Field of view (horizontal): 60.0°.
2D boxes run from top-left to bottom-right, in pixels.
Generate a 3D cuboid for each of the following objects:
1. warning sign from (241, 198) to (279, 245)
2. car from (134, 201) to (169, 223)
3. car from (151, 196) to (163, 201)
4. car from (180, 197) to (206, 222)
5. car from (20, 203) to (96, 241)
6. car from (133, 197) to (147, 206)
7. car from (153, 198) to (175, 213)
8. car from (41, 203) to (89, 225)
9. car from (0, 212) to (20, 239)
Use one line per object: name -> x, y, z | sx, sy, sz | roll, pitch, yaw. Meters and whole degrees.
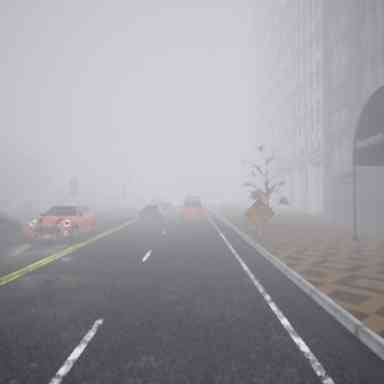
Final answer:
warning sign -> 2.826, 1.188, 13.920 | 1.300, 1.860, 1.060 | -1, -2, 0
car -> -3.243, 1.689, 27.365 | 1.812, 1.442, 4.674 | 0, 0, 1
car -> -6.528, 1.701, 63.285 | 2.150, 2.045, 5.566 | 0, -1, 0
car -> 0.098, 1.524, 28.530 | 2.097, 1.767, 4.553 | 0, 0, 0
car -> -6.587, 1.445, 17.283 | 2.097, 1.767, 4.553 | 0, 0, 0
car -> -9.778, 1.833, 63.323 | 2.097, 1.767, 4.553 | 0, -1, 0
car -> -3.209, 1.819, 41.032 | 2.033, 1.411, 5.357 | 0, 0, 0
car -> -9.804, 1.659, 26.173 | 1.837, 1.490, 4.892 | 0, 0, 0
car -> -9.836, 1.648, 15.834 | 1.994, 1.385, 4.181 | 0, 0, 1
